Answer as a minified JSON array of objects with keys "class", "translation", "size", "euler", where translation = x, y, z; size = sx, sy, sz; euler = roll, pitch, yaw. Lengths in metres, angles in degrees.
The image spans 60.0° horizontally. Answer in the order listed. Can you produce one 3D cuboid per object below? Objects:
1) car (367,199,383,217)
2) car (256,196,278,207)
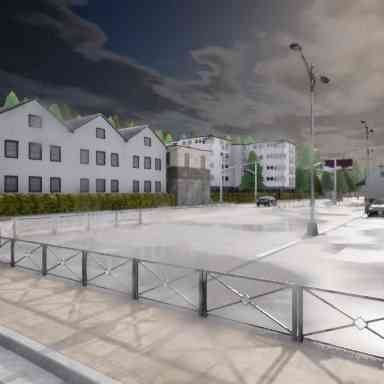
[{"class":"car","translation":[15.421,1.298,26.811],"size":[2.007,1.523,4.514],"euler":[0,0,35]},{"class":"car","translation":[10.673,1.313,47.132],"size":[1.837,1.490,4.892],"euler":[0,0,32]}]
